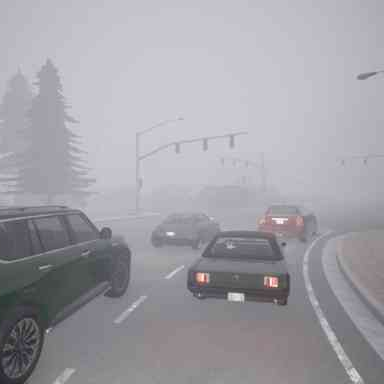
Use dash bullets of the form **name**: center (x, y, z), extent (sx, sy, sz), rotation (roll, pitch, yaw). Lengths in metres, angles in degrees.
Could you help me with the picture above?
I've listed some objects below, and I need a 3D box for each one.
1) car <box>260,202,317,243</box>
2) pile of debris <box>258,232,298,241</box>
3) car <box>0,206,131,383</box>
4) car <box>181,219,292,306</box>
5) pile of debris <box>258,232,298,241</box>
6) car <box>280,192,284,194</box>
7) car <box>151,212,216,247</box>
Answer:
- **car**: center (4.815, 1.325, 16.387), extent (2.097, 1.767, 4.553), rotation (0, 0, 27)
- **pile of debris**: center (4.195, 2.150, 16.146), extent (1.500, 0.140, 1.860), rotation (0, 0, 29)
- **car**: center (-2.787, 1.221, 5.513), extent (2.150, 2.045, 5.566), rotation (0, 0, 8)
- **car**: center (1.332, 1.590, 8.113), extent (1.895, 1.301, 4.718), rotation (0, 0, 14)
- **pile of debris**: center (4.195, 2.150, 16.146), extent (1.500, 0.140, 1.860), rotation (0, 0, 29)
- **car**: center (24.854, 1.058, 92.175), extent (4.605, 1.855, 1.932), rotation (0, 0, 40)
- **car**: center (-0.116, 1.548, 14.472), extent (1.994, 1.385, 4.181), rotation (0, 0, 20)
